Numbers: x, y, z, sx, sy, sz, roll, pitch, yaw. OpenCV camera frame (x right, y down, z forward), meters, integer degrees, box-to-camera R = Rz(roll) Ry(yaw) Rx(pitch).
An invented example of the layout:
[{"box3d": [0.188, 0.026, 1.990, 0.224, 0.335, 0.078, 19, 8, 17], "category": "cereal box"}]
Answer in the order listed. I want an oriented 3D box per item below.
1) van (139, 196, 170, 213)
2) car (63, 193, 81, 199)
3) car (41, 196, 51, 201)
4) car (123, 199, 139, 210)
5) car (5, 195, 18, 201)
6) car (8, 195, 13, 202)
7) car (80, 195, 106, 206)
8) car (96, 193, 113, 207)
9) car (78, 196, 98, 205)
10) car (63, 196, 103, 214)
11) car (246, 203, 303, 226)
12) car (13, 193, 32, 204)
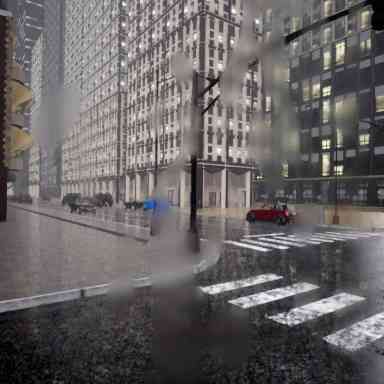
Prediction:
[{"box3d": [-4.025, 1.382, 37.774, 1.690, 1.788, 3.998, 1, -1, -35], "category": "van"}, {"box3d": [-20.001, 1.183, 55.629, 2.150, 2.045, 5.566, 1, -1, -35], "category": "car"}, {"box3d": [-36.735, 1.571, 83.826, 1.802, 1.307, 4.206, 1, -1, -35], "category": "car"}, {"box3d": [-7.299, 1.584, 42.378, 2.008, 1.369, 4.403, 1, -1, -35], "category": "car"}, {"box3d": [-40.295, 1.378, 74.369, 2.008, 1.369, 4.403, 1, -1, -35], "category": "car"}, {"box3d": [-37.025, 1.397, 69.764, 1.947, 1.339, 4.313, 1, -1, -35], "category": "car"}, {"box3d": [-14.539, 1.536, 48.025, 1.994, 1.385, 4.181, 1, -1, -37], "category": "car"}, {"box3d": [-14.447, 1.255, 53.171, 2.150, 2.045, 5.566, 1, -1, -35], "category": "car"}, {"box3d": [-18.455, 1.526, 58.874, 1.837, 1.490, 4.892, 1, -1, -35], "category": "car"}, {"box3d": [-10.860, 1.427, 32.921, 2.008, 1.369, 4.403, 1, -1, -35], "category": "car"}, {"box3d": [5.786, 1.505, 23.957, 1.967, 1.590, 4.097, 1, -1, -35], "category": "car"}, {"box3d": [-30.480, 1.155, 60.556, 2.192, 1.841, 5.009, 1, -1, -35], "category": "car"}]
